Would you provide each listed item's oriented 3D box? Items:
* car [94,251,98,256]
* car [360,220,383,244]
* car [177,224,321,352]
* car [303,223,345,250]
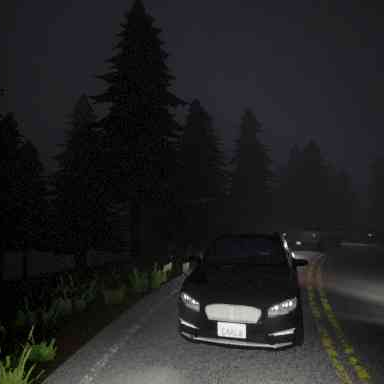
[{"bbox_3d":[-20.219,13.650,73.004,4.181,1.381,1.994,-2,-5,31],"label":"car"},{"bbox_3d":[15.891,3.228,26.478,5.566,2.045,2.150,8,-8,-28],"label":"car"},{"bbox_3d":[1.138,1.562,6.623,2.128,1.511,4.902,-1,-2,15],"label":"car"},{"bbox_3d":[6.526,2.310,17.732,1.895,1.301,4.718,-3,-6,39],"label":"car"}]
